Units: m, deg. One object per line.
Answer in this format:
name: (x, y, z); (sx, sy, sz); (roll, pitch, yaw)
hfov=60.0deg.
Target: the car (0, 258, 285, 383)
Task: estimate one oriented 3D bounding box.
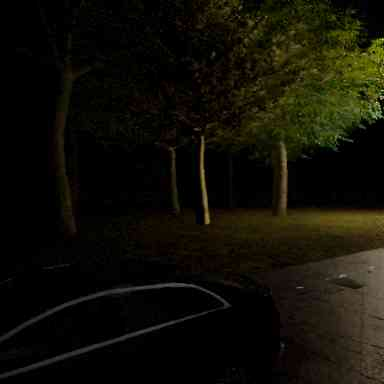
car: (-1.234, 1.491, 3.111); (4.902, 1.511, 2.128); (0, 0, -36)
